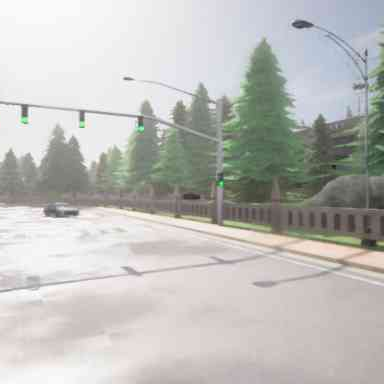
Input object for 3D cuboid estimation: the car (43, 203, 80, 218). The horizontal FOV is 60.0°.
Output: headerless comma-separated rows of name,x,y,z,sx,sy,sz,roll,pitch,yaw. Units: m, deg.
car,-12.800,1.745,32.395,2.033,1.411,5.357,-1,0,-42
